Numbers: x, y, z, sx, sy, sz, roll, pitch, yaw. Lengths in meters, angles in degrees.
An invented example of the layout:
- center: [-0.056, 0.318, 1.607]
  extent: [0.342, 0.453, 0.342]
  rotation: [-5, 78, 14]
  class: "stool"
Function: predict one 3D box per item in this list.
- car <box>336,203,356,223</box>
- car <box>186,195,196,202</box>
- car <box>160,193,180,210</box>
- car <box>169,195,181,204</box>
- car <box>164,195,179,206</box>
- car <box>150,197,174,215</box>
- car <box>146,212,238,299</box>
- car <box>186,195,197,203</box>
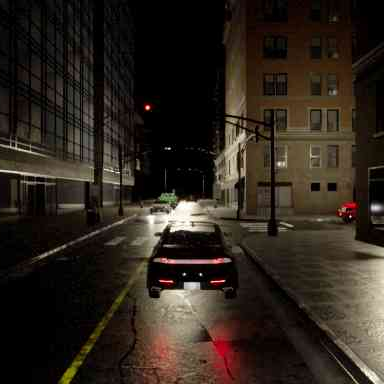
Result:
- center: [13.032, 1.174, 23.027]
  extent: [5.566, 2.045, 2.150]
  rotation: [0, 0, -1]
  class: "car"
- center: [-0.197, 1.472, 75.682]
  extent: [2.128, 1.511, 4.902]
  rotation: [0, 0, 0]
  class: "car"
- center: [-3.190, 1.194, 43.714]
  extent: [2.150, 2.045, 5.566]
  rotation: [0, 0, 1]
  class: "car"
- center: [-3.224, 1.449, 63.990]
  extent: [2.128, 1.511, 4.902]
  rotation: [0, 0, 0]
  class: "car"
- center: [-3.210, 1.317, 53.618]
  extent: [2.097, 1.767, 4.553]
  rotation: [0, 0, 0]
  class: "car"
- center: [-3.184, 1.506, 34.260]
  extent: [1.812, 1.442, 4.674]
  rotation: [0, 0, 0]
  class: "car"
- center: [0.024, 1.490, 8.460]
  extent: [2.128, 1.511, 4.902]
  rotation: [0, 0, 1]
  class: "car"
- center: [-0.072, 1.308, 65.989]
  extent: [2.097, 1.767, 4.553]
  rotation: [0, 0, 0]
  class: "car"
